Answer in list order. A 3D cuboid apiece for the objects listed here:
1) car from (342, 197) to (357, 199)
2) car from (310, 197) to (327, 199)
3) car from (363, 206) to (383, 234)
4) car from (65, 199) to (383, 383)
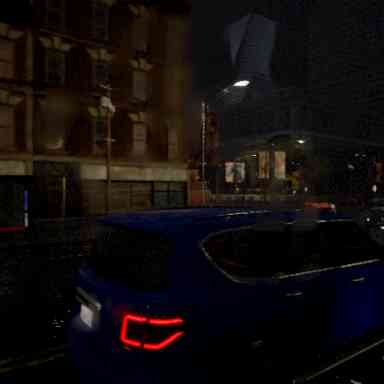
[{"bbox_3d":[25.105,1.515,53.415,2.002,1.452,4.674,0,0,-16],"label":"car"},{"bbox_3d":[12.706,1.349,33.053,2.097,1.767,4.553,0,0,8],"label":"car"},{"bbox_3d":[11.453,1.599,19.814,1.895,1.301,4.718,0,0,31],"label":"car"},{"bbox_3d":[1.206,1.221,4.614,5.566,2.045,2.150,0,0,-36],"label":"car"}]
